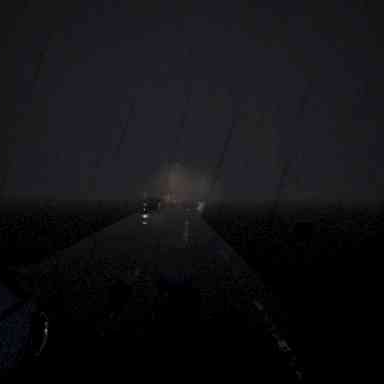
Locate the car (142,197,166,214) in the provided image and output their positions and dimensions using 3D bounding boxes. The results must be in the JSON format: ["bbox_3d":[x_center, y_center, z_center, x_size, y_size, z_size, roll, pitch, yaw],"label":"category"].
[{"bbox_3d":[-3.901,1.279,34.877,2.097,1.767,4.553,0,0,0],"label":"car"}]

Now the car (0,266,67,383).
[{"bbox_3d":[-2.910,1.544,3.121,2.033,1.411,5.357,0,0,-1],"label":"car"}]
